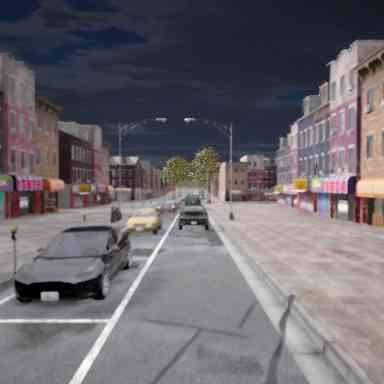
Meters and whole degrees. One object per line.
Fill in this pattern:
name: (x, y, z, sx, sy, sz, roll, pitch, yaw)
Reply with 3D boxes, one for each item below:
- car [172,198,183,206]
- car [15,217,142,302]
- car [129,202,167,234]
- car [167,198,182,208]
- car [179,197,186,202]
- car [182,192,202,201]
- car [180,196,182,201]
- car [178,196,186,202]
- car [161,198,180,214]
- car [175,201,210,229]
car: (-2.643, 1.855, 62.842, 1.802, 1.307, 4.206, -2, 0, 0)
car: (-2.652, 1.569, 8.369, 1.947, 1.339, 4.313, -1, 0, 0)
car: (-2.652, 1.548, 19.093, 1.752, 1.417, 4.829, -1, 0, 0)
car: (-2.646, 1.743, 51.948, 2.008, 1.369, 4.403, -2, 0, 0)
car: (-2.638, 2.079, 94.985, 1.752, 1.417, 4.829, -2, 0, 0)
car: (0.109, 1.355, 43.038, 2.150, 2.045, 5.566, 0, 0, 0)
car: (-2.647, 1.707, 46.499, 2.008, 1.369, 4.403, -2, 0, 0)
car: (-2.642, 1.948, 89.619, 1.967, 1.590, 4.097, -2, -1, 0)
car: (-2.652, 1.531, 35.605, 1.967, 1.590, 4.097, -2, 0, 0)
car: (0.106, 1.535, 21.671, 1.837, 1.490, 4.892, 0, 0, 0)
